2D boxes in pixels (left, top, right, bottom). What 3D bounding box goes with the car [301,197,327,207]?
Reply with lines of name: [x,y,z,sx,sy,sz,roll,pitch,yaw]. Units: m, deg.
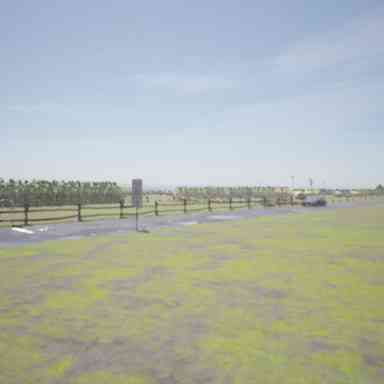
car: [17.842,1.411,48.398,2.033,1.411,5.357,1,1,44]
